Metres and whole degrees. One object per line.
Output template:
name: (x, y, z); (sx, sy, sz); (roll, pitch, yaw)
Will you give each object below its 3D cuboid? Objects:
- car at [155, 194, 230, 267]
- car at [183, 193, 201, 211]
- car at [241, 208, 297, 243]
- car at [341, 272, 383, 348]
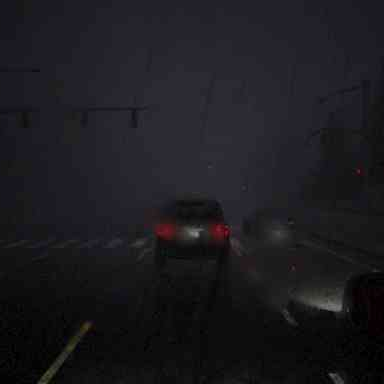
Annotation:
car: (-0.047, 1.224, 11.545); (2.150, 2.045, 5.566); (0, 0, -2)
car: (-0.034, 1.232, 42.821); (2.150, 2.045, 5.566); (0, 0, 0)
car: (3.550, 1.494, 15.978); (2.128, 1.511, 4.902); (0, 0, 0)
car: (3.534, 1.565, 4.013); (1.994, 1.385, 4.181); (0, 0, 0)
